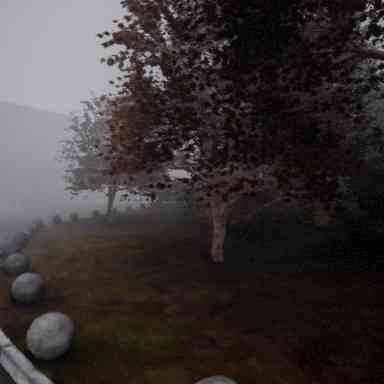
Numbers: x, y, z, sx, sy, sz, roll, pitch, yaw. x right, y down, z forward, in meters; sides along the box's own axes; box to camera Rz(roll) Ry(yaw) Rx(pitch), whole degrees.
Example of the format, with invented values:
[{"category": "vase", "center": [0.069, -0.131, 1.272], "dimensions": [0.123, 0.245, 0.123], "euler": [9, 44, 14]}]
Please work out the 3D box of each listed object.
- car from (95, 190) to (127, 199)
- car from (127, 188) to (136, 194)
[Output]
[{"category": "car", "center": [-13.985, 0.319, 56.155], "dimensions": [1.946, 1.575, 5.366], "euler": [0, 3, 31]}, {"category": "car", "center": [-11.120, -0.011, 60.865], "dimensions": [1.946, 1.575, 5.366], "euler": [0, 3, 31]}]
